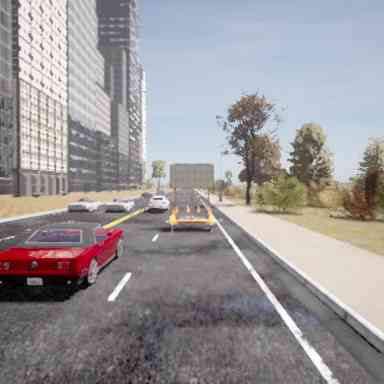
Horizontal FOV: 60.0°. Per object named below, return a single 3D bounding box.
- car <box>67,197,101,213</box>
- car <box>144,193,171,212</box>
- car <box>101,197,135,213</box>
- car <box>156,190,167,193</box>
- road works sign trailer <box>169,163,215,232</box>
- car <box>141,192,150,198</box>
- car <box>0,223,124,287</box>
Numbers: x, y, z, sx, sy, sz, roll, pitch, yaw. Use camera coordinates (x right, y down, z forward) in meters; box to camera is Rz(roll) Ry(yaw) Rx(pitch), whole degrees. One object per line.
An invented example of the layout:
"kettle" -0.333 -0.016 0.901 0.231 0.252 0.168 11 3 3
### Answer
"car" -9.835 1.179 30.623 1.895 1.301 4.718 0 1 0
"car" -3.151 1.085 32.051 1.812 1.442 4.674 0 1 0
"car" -6.585 1.180 30.622 1.895 1.301 4.718 0 1 0
"car" -6.503 0.356 71.142 2.097 1.767 4.553 0 1 0
"road works sign trailer" 0.000 0.215 18.041 2.380 3.560 2.880 0 1 0
"car" -9.753 0.597 71.085 1.895 1.301 4.718 0 1 0
"car" -3.150 1.476 8.899 1.895 1.301 4.718 0 1 0
